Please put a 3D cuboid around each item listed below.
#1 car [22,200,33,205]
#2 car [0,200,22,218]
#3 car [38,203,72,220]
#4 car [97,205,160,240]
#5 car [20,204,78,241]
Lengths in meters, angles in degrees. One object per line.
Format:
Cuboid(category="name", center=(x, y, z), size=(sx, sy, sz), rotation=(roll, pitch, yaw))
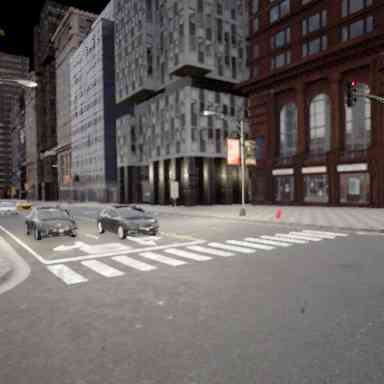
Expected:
Cuboid(category="car", center=(-23.602, 1.877, 46.666), size=(1.882, 1.535, 5.008), rotation=(-2, 0, -35))
Cuboid(category="car", center=(-19.087, 1.800, 34.258), size=(1.812, 1.442, 4.674), rotation=(-2, 0, -34))
Cuboid(category="car", center=(-12.697, 1.730, 30.709), size=(1.895, 1.301, 4.718), rotation=(-2, 0, -35))
Cuboid(category="car", center=(-3.425, 1.485, 17.280), size=(1.837, 1.490, 4.892), rotation=(-2, 1, -35))
Cuboid(category="car", center=(-7.403, 1.572, 17.321), size=(1.837, 1.490, 4.892), rotation=(-2, 0, -35))
